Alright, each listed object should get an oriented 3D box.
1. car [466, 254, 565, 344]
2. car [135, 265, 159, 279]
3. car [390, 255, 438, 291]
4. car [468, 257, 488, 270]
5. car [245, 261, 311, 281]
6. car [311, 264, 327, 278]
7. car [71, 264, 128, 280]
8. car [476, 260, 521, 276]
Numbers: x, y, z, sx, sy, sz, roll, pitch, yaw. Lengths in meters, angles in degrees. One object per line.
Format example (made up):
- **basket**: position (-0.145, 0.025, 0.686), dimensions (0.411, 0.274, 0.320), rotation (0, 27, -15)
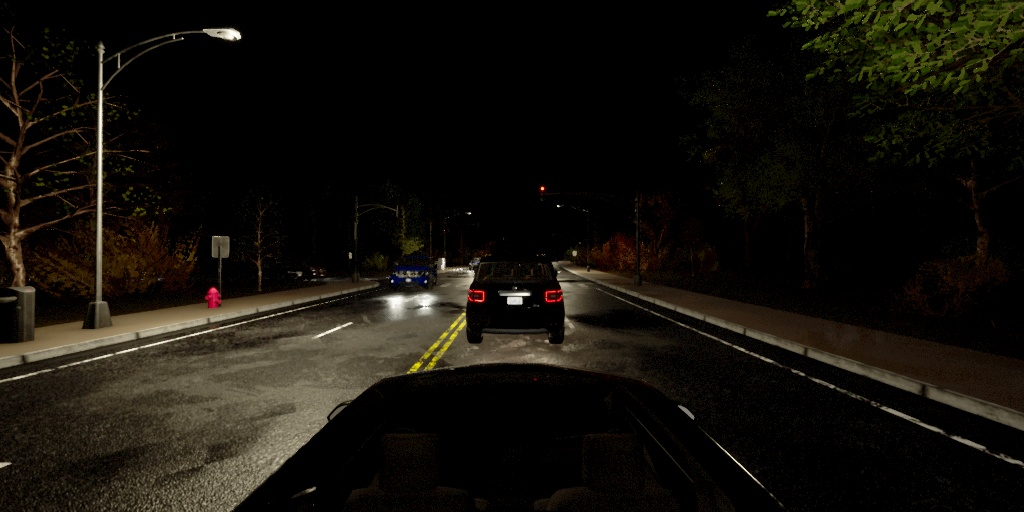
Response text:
- **car**: position (0.110, 0.972, 9.727), dimensions (2.150, 2.045, 5.566), rotation (0, 0, 1)
- **car**: position (-39.935, 1.634, 37.846), dimensions (4.892, 1.490, 1.837), rotation (-1, -1, 10)
- **car**: position (-5.927, 0.963, 22.502), dimensions (2.150, 2.045, 5.566), rotation (1, 0, -5)
- **car**: position (-4.768, 1.054, 50.920), dimensions (2.097, 1.767, 4.553), rotation (0, 0, 4)
- **car**: position (-20.665, 1.386, 31.232), dimensions (4.902, 1.511, 2.128), rotation (-1, -1, 10)
- **car**: position (-20.254, 1.276, 34.460), dimensions (4.553, 1.767, 2.097), rotation (-1, -1, 10)
- **car**: position (-39.863, 1.573, 34.535), dimensions (5.008, 1.535, 1.882), rotation (0, -1, 10)
- **car**: position (-1.369, 1.239, 38.667), dimensions (2.128, 1.511, 4.902), rotation (0, 1, 41)
